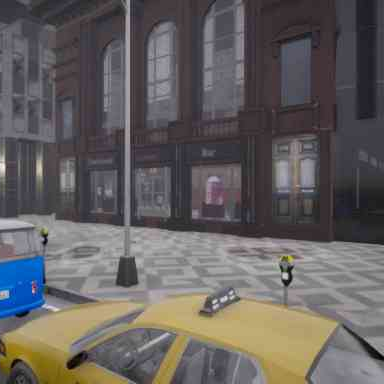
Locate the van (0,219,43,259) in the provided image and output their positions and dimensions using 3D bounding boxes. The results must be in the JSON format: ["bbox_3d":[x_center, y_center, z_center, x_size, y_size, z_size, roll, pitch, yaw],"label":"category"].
[{"bbox_3d":[-4.421,1.341,6.123,3.998,1.788,1.690,0,0,36],"label":"van"}]

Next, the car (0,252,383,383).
[{"bbox_3d":[0.025,1.525,2.943,4.829,1.417,1.752,0,0,36],"label":"car"}]
